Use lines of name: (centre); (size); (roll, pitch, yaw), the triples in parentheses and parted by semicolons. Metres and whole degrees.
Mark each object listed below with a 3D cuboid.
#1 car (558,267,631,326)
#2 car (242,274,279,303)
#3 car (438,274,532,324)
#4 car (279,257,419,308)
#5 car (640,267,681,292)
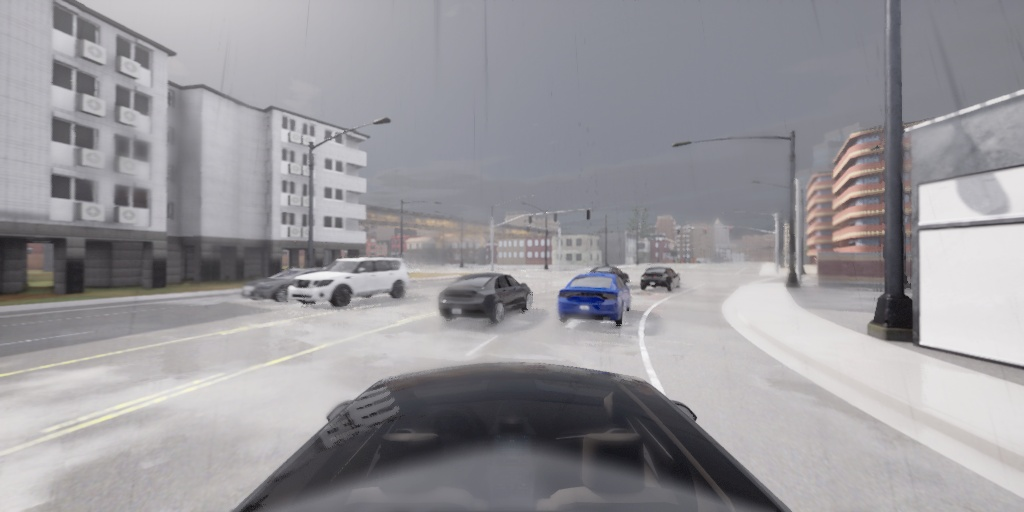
car: (2.992, 1.329, 12.402); (1.882, 1.535, 5.008); (0, 0, 22)
car: (-10.237, 1.344, 17.426); (2.128, 1.511, 4.902); (0, -1, 23)
car: (-0.727, 1.347, 12.557); (1.837, 1.490, 4.892); (0, 0, 21)
car: (-7.023, 1.075, 16.313); (2.150, 2.045, 5.566); (0, -1, 24)
car: (9.964, 1.477, 23.933); (1.837, 1.490, 4.892); (0, -1, 34)
